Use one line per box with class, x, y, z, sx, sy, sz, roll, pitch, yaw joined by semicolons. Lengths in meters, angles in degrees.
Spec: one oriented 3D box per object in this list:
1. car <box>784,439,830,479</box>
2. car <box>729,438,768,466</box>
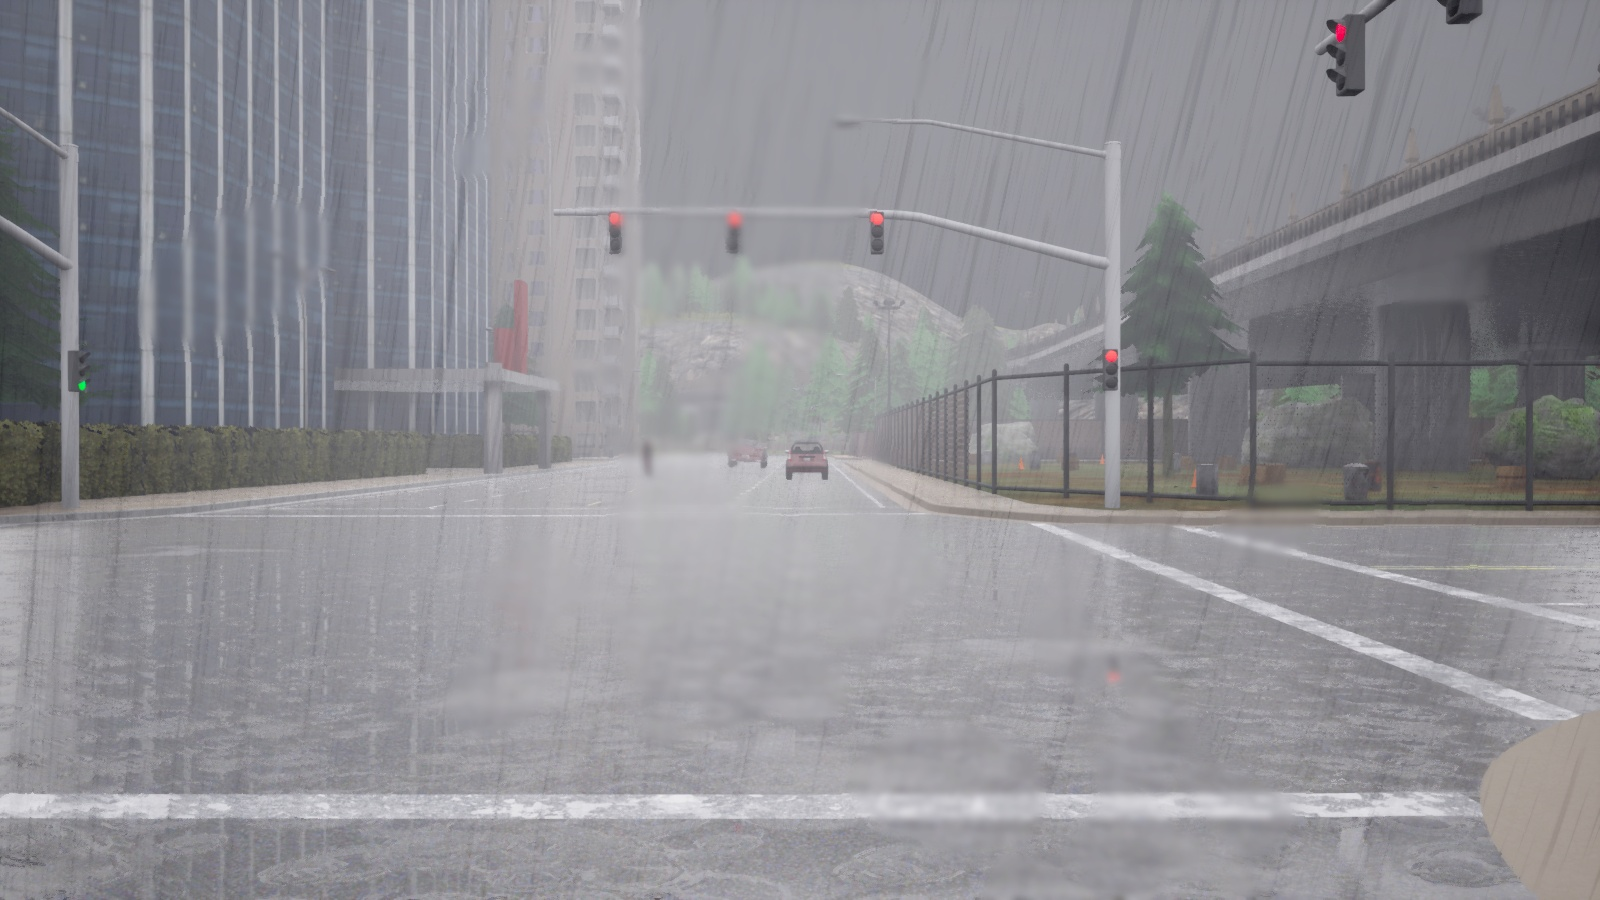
car;0.290;0.348;52.607;1.851;1.617;3.988;0;0;0
car;-3.086;0.092;76.313;2.152;1.651;5.027;0;0;0
